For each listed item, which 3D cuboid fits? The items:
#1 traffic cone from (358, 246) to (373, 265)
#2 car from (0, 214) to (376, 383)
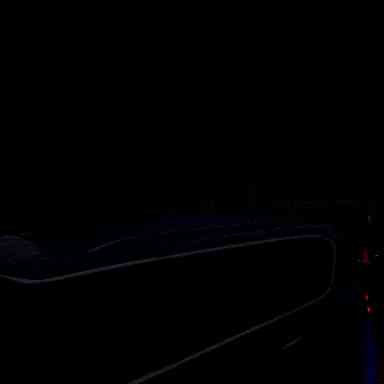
[{"bbox_3d":[5.649,2.045,10.827,0.340,0.580,0.340,0,-1,-42],"label":"traffic cone"},{"bbox_3d":[-0.755,1.256,2.381,5.566,2.045,2.150,0,-1,-39],"label":"car"}]
